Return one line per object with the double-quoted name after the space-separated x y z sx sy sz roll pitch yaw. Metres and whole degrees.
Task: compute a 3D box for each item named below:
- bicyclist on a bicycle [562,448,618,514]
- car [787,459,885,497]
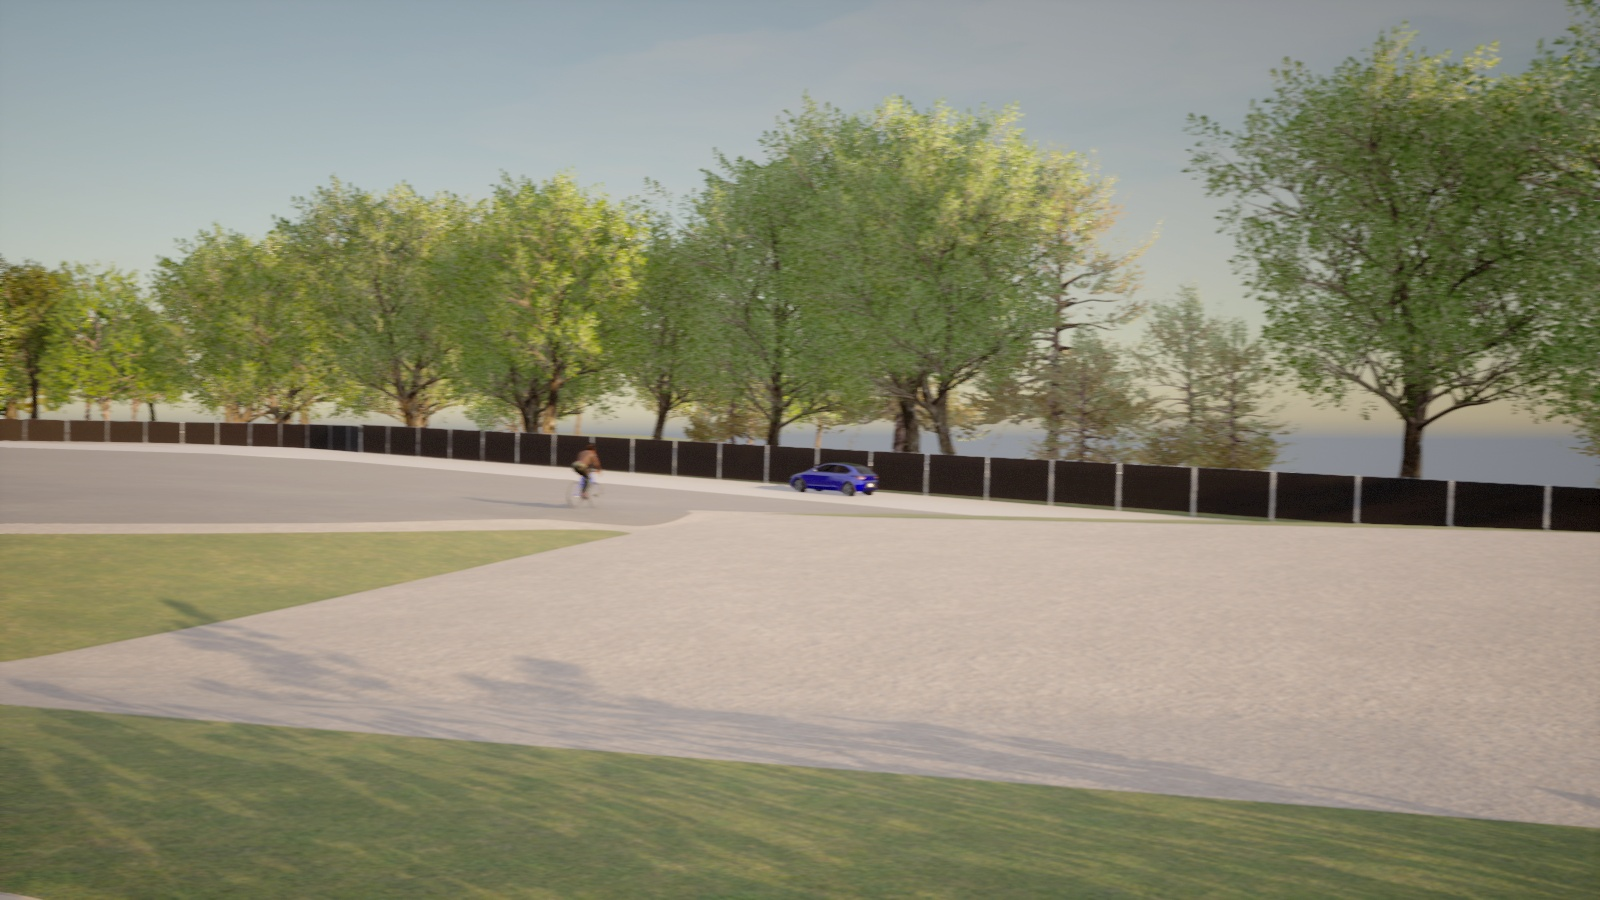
-5.290 0.784 31.688 0.582 1.620 1.656 0 -2 22 "bicyclist on a bicycle"
1.650 1.262 57.769 4.193 1.474 1.816 2 2 37 "car"
